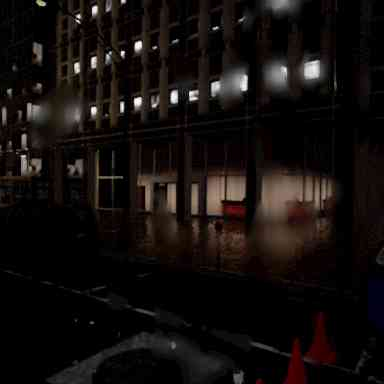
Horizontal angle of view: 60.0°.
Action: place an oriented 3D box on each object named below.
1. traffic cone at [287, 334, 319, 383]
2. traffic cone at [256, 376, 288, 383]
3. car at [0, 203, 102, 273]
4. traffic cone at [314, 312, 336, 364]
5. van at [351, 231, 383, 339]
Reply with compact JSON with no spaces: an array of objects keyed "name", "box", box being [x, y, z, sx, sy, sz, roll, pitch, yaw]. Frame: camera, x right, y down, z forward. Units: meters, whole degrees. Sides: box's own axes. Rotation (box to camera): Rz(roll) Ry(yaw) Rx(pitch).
[{"name":"traffic cone","box":[1.179,1.949,3.748,0.340,0.580,0.340,0,0,36]},{"name":"traffic cone","box":[0.597,1.949,2.935,0.340,0.580,0.340,0,0,36]},{"name":"car","box":[-5.010,1.262,10.592,5.009,1.841,2.192,0,1,36]},{"name":"traffic cone","box":[1.762,1.949,4.560,0.340,0.580,0.340,0,0,36]},{"name":"van","box":[4.228,1.347,3.968,3.998,1.788,1.690,0,1,36]}]
